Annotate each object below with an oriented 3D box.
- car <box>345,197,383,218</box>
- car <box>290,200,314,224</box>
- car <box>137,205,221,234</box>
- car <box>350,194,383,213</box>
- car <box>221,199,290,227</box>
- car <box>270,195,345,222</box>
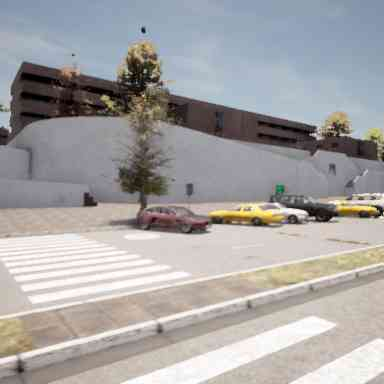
[{"bbox_3d":[13.698,1.471,29.822,5.366,1.575,1.946,-1,-1,34],"label":"car"},{"bbox_3d":[6.208,1.544,24.697,4.674,1.452,2.002,-1,-1,34],"label":"car"},{"bbox_3d":[-1.099,1.527,19.449,4.792,1.488,2.163,-1,-1,34],"label":"car"},{"bbox_3d":[15.963,1.206,31.684,5.566,2.045,2.435,-1,0,34],"label":"car"},{"bbox_3d":[3.609,1.504,23.049,5.366,1.575,1.946,-1,0,35],"label":"car"},{"bbox_3d":[8.682,1.251,26.428,5.566,2.045,2.435,-1,-1,35],"label":"car"}]
